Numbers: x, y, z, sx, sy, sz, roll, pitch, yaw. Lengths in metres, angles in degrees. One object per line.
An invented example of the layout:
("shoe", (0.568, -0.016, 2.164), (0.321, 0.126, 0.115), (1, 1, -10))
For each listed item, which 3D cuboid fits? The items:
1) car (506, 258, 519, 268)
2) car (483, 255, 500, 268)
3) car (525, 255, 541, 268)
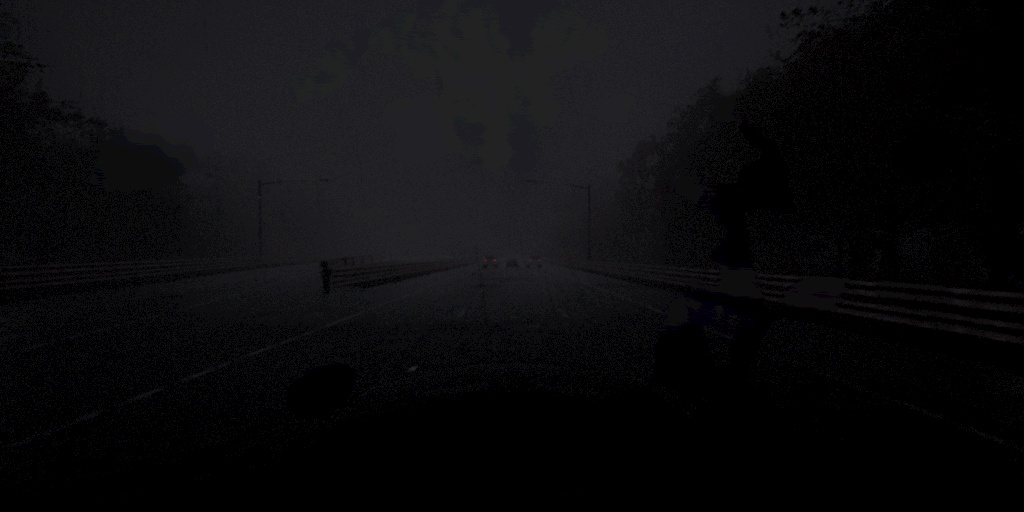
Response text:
("car", (0.039, 1.110, 57.992), (1.882, 1.535, 5.008), (0, 0, 0))
("car", (-3.462, 0.855, 58.025), (2.150, 2.045, 5.566), (0, 0, 0))
("car", (3.537, 0.853, 58.019), (2.150, 2.045, 5.566), (0, 0, 0))
